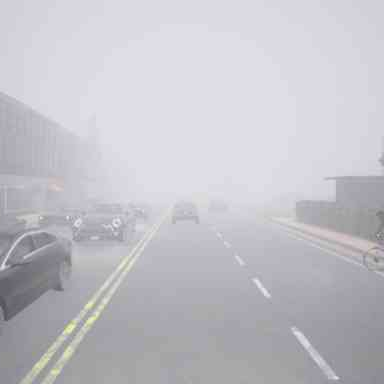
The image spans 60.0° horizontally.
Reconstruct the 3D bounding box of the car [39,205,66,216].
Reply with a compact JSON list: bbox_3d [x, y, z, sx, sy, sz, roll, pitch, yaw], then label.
[{"bbox_3d":[-7.575,1.476,20.321,1.895,1.301,4.718,0,0,-1],"label":"car"}]

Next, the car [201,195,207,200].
[{"bbox_3d":[2.384,1.173,48.477,1.882,1.535,5.008,0,0,-1],"label":"car"}]

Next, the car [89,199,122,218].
[{"bbox_3d":[-7.798,1.437,30.390,1.895,1.301,4.718,0,2,-1],"label":"car"}]

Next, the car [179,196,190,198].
[{"bbox_3d":[-1.007,1.209,44.910,2.128,1.511,4.902,0,0,-1],"label":"car"}]

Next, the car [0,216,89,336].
[{"bbox_3d":[-3.719,1.455,6.084,2.128,1.511,4.902,0,0,-1],"label":"car"}]

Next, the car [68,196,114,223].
[{"bbox_3d":[-7.615,1.255,25.703,2.128,1.511,4.902,0,4,-1],"label":"car"}]

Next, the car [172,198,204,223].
[{"bbox_3d":[-0.461,1.397,23.851,2.033,1.411,5.357,0,0,-1],"label":"car"}]

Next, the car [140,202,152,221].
[{"bbox_3d":[-4.200,1.441,25.720,1.895,1.301,4.718,0,0,-1],"label":"car"}]

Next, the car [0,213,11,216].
[{"bbox_3d":[-7.341,1.411,11.041,1.882,1.535,5.008,0,0,-1],"label":"car"}]

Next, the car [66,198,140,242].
[{"bbox_3d":[-3.956,1.254,15.648,2.097,1.767,4.553,0,0,-1],"label":"car"}]

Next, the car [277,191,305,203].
[{"bbox_3d":[16.456,0.809,54.246,3.866,1.878,1.905,0,0,-3],"label":"car"}]

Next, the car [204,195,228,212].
[{"bbox_3d":[2.729,1.338,35.829,1.994,1.385,4.181,0,0,-1],"label":"car"}]

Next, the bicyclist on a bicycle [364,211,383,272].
[{"bbox_3d":[5.409,1.307,9.062,1.656,1.620,0.582,-9,1,-2],"label":"bicyclist on a bicycle"}]

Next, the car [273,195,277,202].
[{"bbox_3d":[16.363,0.788,57.140,4.605,1.855,1.932,0,0,-3],"label":"car"}]
